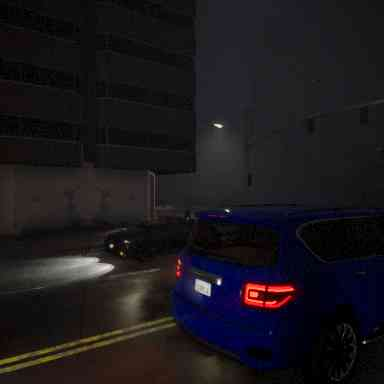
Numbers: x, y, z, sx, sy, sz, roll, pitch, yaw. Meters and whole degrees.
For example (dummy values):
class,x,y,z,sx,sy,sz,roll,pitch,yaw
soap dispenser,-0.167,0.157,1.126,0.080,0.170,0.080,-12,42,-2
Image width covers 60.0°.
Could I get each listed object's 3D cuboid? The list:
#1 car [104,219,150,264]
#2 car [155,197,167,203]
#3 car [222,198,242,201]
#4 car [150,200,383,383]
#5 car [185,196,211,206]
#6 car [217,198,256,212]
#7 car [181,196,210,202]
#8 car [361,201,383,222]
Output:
class,x,y,z,sx,sy,sz,roll,pitch,yaw
car,-0.985,1.564,11.938,4.181,1.385,1.994,0,0,-36
car,-6.028,1.488,55.413,1.882,1.535,5.008,0,0,-36
car,4.700,1.547,34.645,2.033,1.411,5.357,0,0,-36
car,2.328,1.221,5.469,5.566,2.045,2.150,0,0,-35
car,1.007,1.478,57.819,1.882,1.535,5.008,0,0,-36
car,5.235,1.504,39.848,1.837,1.490,4.892,0,0,-36
car,0.165,1.352,53.030,2.097,1.767,4.553,0,0,-36
car,15.854,1.493,25.320,2.128,1.511,4.902,0,0,-36
